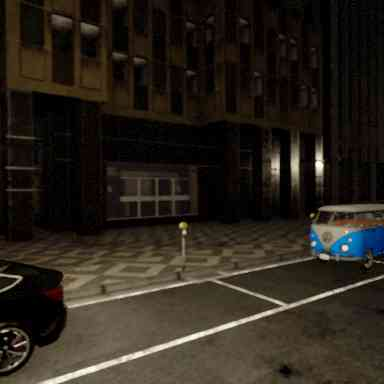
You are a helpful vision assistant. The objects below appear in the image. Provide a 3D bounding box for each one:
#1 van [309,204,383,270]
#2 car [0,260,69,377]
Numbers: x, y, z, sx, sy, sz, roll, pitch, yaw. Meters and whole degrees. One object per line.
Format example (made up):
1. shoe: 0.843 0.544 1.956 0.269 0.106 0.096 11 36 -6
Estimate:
1. van: 5.418 1.284 10.533 3.998 1.788 1.690 0 0 -36
2. car: -3.751 1.571 3.975 4.313 1.339 1.947 0 0 -36
